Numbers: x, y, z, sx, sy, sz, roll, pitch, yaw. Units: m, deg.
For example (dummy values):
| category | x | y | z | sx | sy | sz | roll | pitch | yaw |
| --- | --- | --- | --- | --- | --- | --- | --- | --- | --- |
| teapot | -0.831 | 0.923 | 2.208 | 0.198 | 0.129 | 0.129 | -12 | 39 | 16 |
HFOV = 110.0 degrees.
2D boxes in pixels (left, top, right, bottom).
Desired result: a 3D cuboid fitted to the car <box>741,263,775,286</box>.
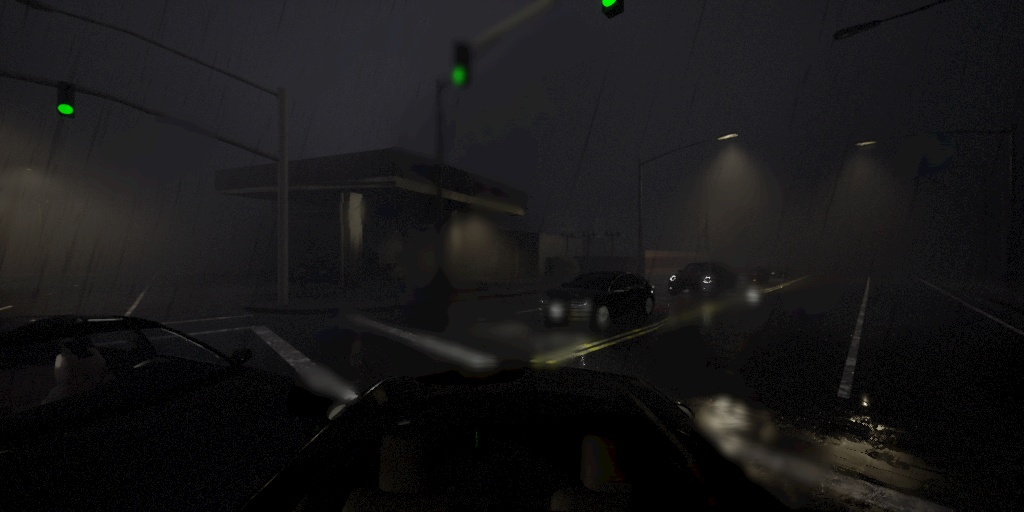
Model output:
| category | x | y | z | sx | sy | sz | roll | pitch | yaw |
| --- | --- | --- | --- | --- | --- | --- | --- | --- | --- |
| car | 16.753 | 1.313 | 25.256 | 1.994 | 1.385 | 4.181 | 0 | 0 | 44 |

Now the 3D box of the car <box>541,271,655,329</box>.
| category | x | y | z | sx | sy | sz | roll | pitch | yaw |
| --- | --- | --- | --- | --- | --- | --- | --- | --- | --- |
| car | 2.930 | 1.255 | 11.557 | 1.837 | 1.490 | 4.892 | 0 | 0 | 45 |

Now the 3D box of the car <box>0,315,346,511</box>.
| category | x | y | z | sx | sy | sz | roll | pitch | yaw |
| --- | --- | --- | --- | --- | --- | --- | --- | --- | --- |
| car | -3.410 | 1.242 | 2.566 | 4.902 | 1.511 | 2.128 | 0 | 0 | 15 |

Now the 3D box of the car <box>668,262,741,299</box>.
| category | x | y | z | sx | sy | sz | roll | pitch | yaw |
| --- | --- | --- | --- | --- | --- | --- | --- | --- | --- |
| car | 9.797 | 1.102 | 18.374 | 4.553 | 1.767 | 2.097 | 0 | 0 | -45 |

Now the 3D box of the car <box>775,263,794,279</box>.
| category | x | y | z | sx | sy | sz | roll | pitch | yaw |
| --- | --- | --- | --- | --- | --- | --- | --- | --- | --- |
| car | 23.916 | 1.313 | 32.280 | 4.181 | 1.385 | 1.994 | 0 | 0 | -44 |
